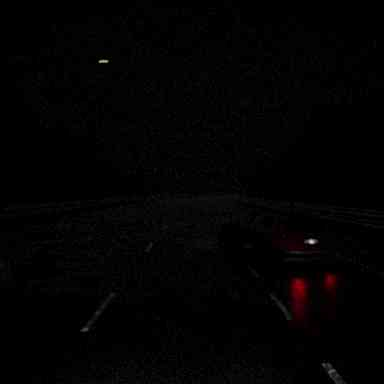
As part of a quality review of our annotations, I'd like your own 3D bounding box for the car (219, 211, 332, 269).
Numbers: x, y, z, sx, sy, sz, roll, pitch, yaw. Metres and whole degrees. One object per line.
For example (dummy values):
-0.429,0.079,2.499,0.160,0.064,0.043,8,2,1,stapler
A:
2.604,1.438,11.393,2.033,1.649,4.856,2,0,-18,car
